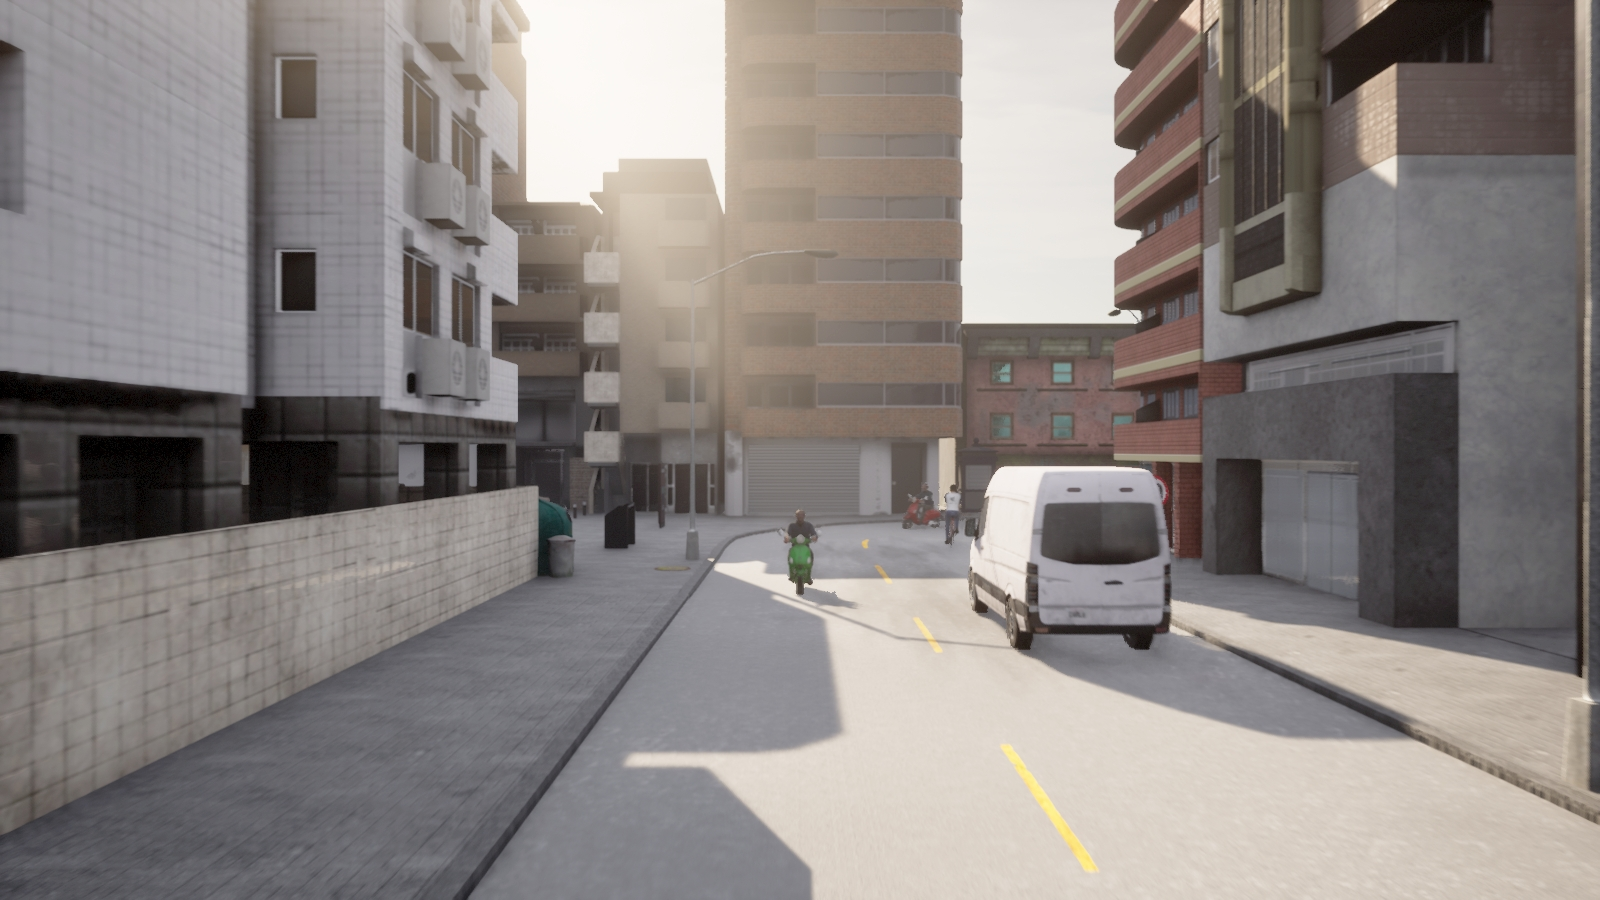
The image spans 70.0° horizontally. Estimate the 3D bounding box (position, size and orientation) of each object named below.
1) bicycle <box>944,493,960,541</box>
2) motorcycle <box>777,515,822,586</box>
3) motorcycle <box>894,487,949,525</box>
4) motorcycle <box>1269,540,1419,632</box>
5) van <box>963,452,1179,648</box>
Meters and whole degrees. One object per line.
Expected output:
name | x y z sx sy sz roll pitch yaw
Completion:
bicycle | 4.421 1.936 33.210 0.373 1.296 1.643 2 0 10
motorcycle | -0.005 1.962 22.649 0.856 1.236 1.805 0 0 0
motorcycle | 4.306 1.964 40.361 1.805 1.236 0.856 0 2 -38
motorcycle | 7.886 1.962 16.651 1.805 1.236 0.856 0 -3 12
van | 3.978 1.314 17.950 1.988 2.561 5.915 0 0 0
